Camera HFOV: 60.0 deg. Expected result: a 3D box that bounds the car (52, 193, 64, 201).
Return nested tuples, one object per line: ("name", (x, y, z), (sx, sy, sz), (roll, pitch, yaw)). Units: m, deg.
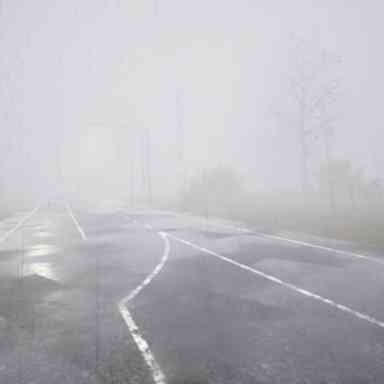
("car", (-26.978, 0.870, 66.986), (1.882, 1.535, 5.008), (-2, 1, -17))
